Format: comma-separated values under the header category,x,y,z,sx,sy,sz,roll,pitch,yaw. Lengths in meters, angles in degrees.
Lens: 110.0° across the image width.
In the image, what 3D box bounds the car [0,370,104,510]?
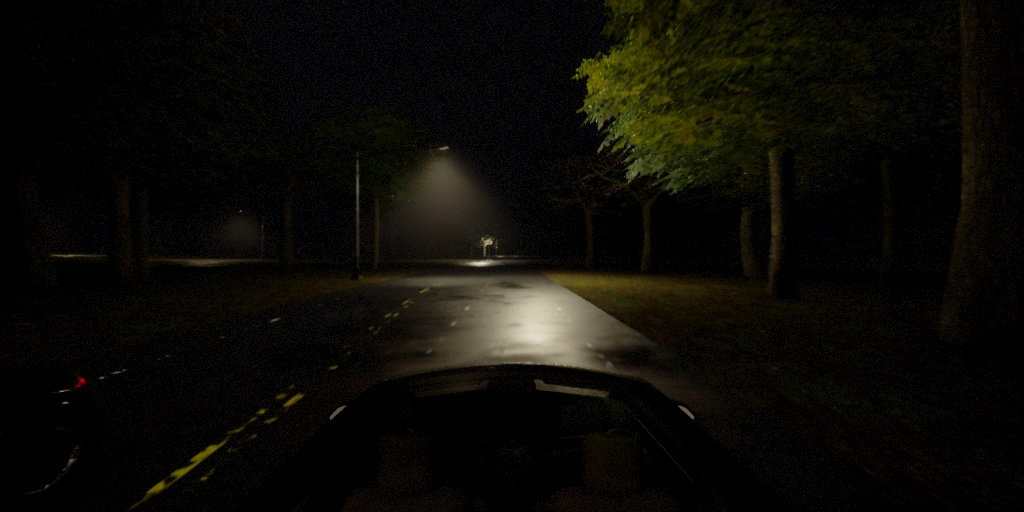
category,x,y,z,sx,sy,sz,roll,pitch,yaw
car,-4.602,1.319,1.470,1.994,1.385,4.181,0,0,-6
